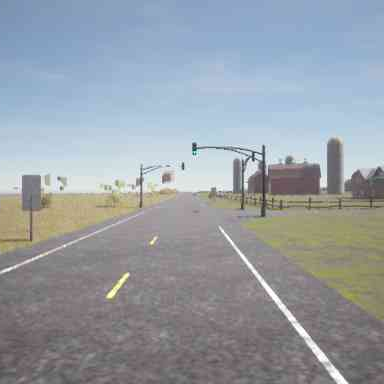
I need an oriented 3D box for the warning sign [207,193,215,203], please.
[{"bbox_3d":[3.543,1.061,62.475,1.300,1.860,1.060,0,0,0],"label":"warning sign"}]
